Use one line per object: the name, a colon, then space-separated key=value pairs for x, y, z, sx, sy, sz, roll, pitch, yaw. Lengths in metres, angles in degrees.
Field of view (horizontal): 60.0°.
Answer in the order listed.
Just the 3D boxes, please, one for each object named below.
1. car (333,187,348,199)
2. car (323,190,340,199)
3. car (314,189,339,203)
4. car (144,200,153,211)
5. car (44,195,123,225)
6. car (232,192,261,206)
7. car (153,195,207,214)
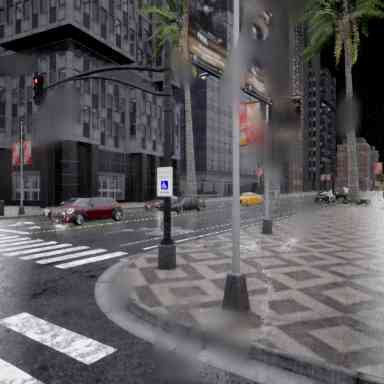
car: x=23.683 y=0.231 z=52.762 sx=2.150 sy=2.045 sz=5.566 roll=0 pitch=1 yaw=36
car: x=25.768 y=0.353 z=61.321 sx=1.882 sy=1.535 sz=5.008 roll=0 pitch=1 yaw=36
car: x=17.823 y=0.677 z=44.481 sx=1.837 sy=1.490 sz=4.892 roll=0 pitch=1 yaw=35
car: x=-2.649 y=1.040 z=32.782 sx=1.812 sy=1.442 sz=4.674 roll=0 pitch=1 yaw=35
car: x=-6.689 y=1.075 z=21.467 sx=2.097 sy=1.767 sz=4.553 roll=0 pitch=1 yaw=35
car: x=6.654 y=0.801 z=40.277 sx=1.882 sy=1.535 sz=5.008 roll=0 pitch=1 yaw=35
car: x=-0.739 y=1.089 z=29.870 sx=2.033 sy=1.411 sz=5.357 roll=0 pitch=1 yaw=35
